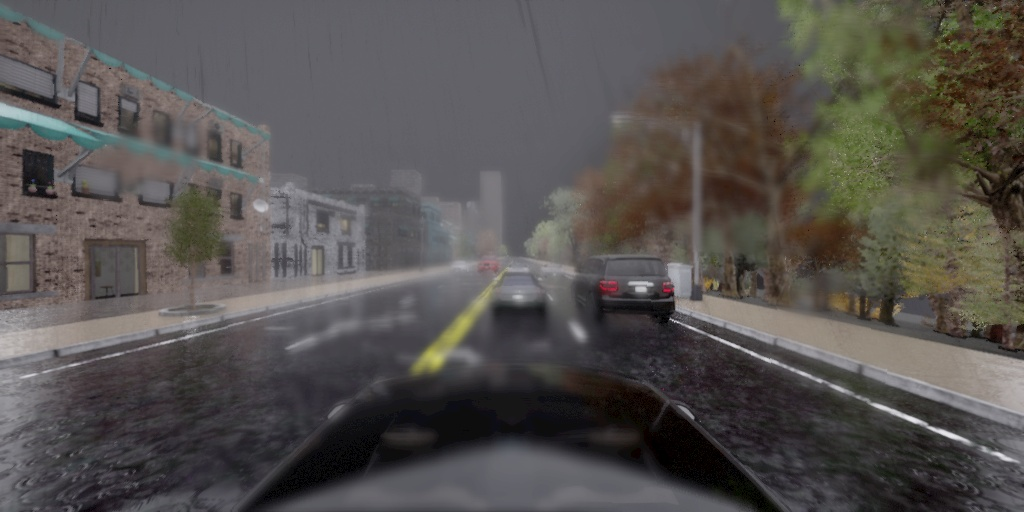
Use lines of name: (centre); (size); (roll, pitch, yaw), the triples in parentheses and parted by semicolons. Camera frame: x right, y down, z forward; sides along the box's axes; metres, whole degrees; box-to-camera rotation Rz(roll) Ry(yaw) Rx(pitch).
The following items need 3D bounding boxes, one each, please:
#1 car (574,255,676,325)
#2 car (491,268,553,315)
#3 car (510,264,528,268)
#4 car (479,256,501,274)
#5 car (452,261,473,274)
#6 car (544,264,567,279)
car: (3.512, 0.998, 12.165); (2.150, 2.045, 5.566); (0, 0, 2)
car: (0.299, 1.341, 13.683); (1.994, 1.385, 4.181); (0, 0, 1)
car: (0.740, 1.421, 33.879); (1.895, 1.301, 4.718); (0, 0, 1)
car: (-2.523, 1.061, 42.288); (2.150, 2.045, 5.566); (0, -1, 1)
car: (-5.781, 1.359, 41.866); (1.812, 1.442, 4.674); (0, 0, 1)
car: (3.988, 1.423, 33.781); (1.895, 1.301, 4.718); (0, 0, 1)
